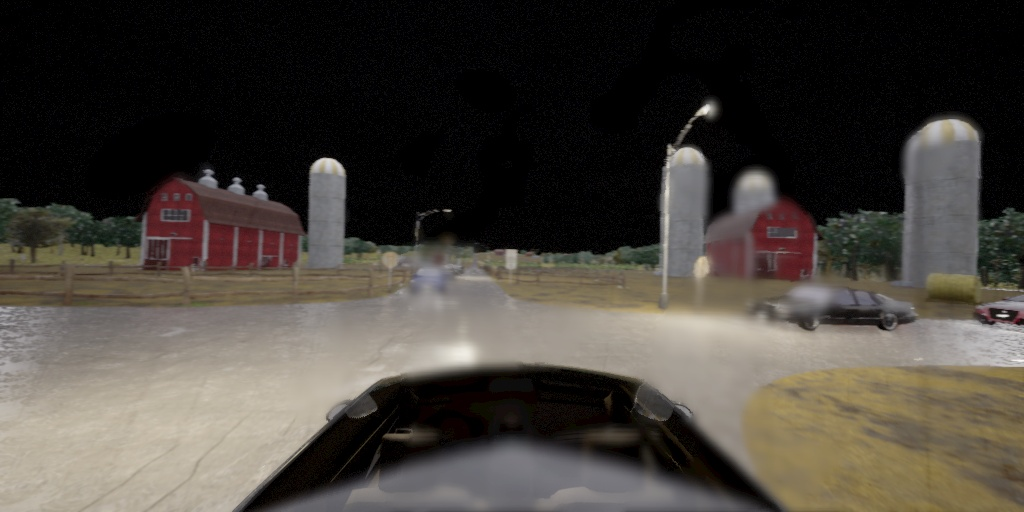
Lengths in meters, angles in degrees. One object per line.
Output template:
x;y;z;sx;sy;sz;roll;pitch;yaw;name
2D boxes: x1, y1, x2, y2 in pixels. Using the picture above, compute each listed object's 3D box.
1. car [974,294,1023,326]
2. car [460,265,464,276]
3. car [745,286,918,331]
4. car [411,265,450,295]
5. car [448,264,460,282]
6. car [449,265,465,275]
20.570;2.154;13.767;4.181;1.385;1.994;2;0;-6;car
-7.303;1.779;44.127;1.837;1.490;4.892;2;-1;-6;car
11.363;1.804;12.825;5.357;1.411;2.033;2;0;-7;car
-4.938;1.465;21.722;1.812;1.442;4.674;2;-1;-9;car
-6.249;1.668;33.690;1.994;1.385;4.181;2;-1;-6;car
-8.254;2.039;54.086;1.994;1.385;4.181;2;-1;-5;car
